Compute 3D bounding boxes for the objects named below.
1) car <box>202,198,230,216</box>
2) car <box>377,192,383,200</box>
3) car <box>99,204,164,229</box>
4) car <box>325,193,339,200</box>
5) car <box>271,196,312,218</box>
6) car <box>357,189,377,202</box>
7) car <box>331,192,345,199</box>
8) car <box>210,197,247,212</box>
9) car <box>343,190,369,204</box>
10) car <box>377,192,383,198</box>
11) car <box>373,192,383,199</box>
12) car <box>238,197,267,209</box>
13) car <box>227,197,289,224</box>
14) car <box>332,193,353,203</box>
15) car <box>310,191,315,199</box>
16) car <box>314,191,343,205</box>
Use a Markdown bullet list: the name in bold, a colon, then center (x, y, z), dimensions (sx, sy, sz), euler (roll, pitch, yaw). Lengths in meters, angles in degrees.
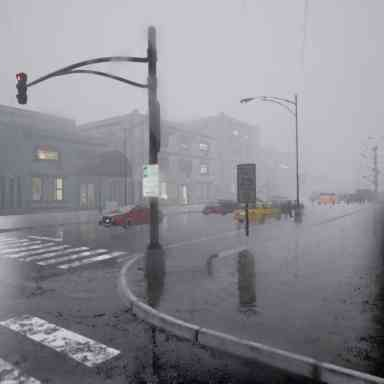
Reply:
- **car**: center (2.617, 1.337, 29.164), dimensions (1.994, 1.385, 4.181), euler (-1, 0, 36)
- **car**: center (33.585, 0.569, 61.959), dimensions (2.192, 1.841, 5.009), euler (-1, 0, 36)
- **car**: center (-3.650, 1.438, 20.531), dimensions (1.994, 1.385, 4.181), euler (-1, 0, 36)
- **car**: center (30.059, 0.935, 71.362), dimensions (1.802, 1.307, 4.206), euler (-1, 0, 36)
- **car**: center (7.584, 1.217, 26.141), dimensions (2.008, 1.369, 4.403), euler (-1, 0, 36)
- **car**: center (26.979, 0.576, 52.170), dimensions (2.150, 2.045, 5.566), euler (-1, 0, 36)
- **car**: center (33.309, 0.743, 75.839), dimensions (1.967, 1.590, 4.097), euler (-1, 0, 36)
- **car**: center (3.956, 1.290, 35.405), dimensions (1.752, 1.417, 4.829), euler (-1, 0, 36)
- **car**: center (22.886, 0.924, 46.457), dimensions (1.837, 1.490, 4.892), euler (-1, 0, 36)
- **car**: center (43.165, 0.651, 75.140), dimensions (1.887, 1.381, 4.507), euler (-1, 0, 36)
- **car**: center (40.089, 0.720, 70.915), dimensions (1.947, 1.339, 4.313), euler (-1, 0, 36)
- **car**: center (7.307, 1.293, 40.020), dimensions (1.802, 1.307, 4.206), euler (-1, 0, 36)
- **car**: center (4.433, 1.242, 21.801), dimensions (1.752, 1.417, 4.829), euler (-1, 0, 36)
- **car**: center (24.502, 0.901, 53.873), dimensions (2.128, 1.511, 4.902), euler (-1, 0, 36)
- **car**: center (23.555, 0.769, 62.407), dimensions (2.192, 1.841, 5.009), euler (-1, 0, 36)
- **car**: center (19.258, 0.845, 46.649), dimensions (2.097, 1.767, 4.553), euler (-1, 0, 35)
